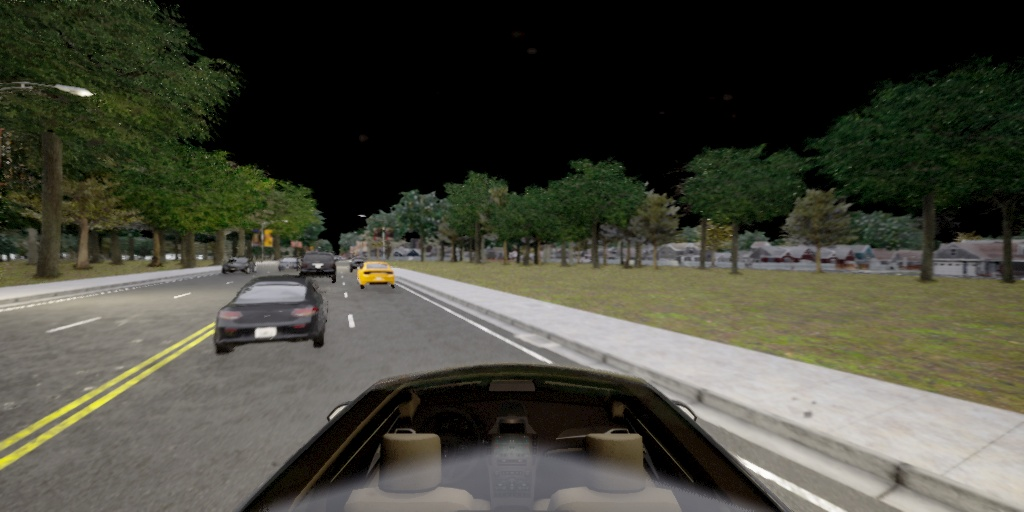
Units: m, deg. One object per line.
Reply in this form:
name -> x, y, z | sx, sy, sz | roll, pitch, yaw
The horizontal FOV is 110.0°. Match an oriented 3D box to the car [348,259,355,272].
car -> -17.338, 1.003, 40.533 | 1.837, 1.490, 4.892 | 1, 0, -26

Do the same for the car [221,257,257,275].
car -> -24.182, 0.847, 31.892 | 1.837, 1.490, 4.892 | 1, -1, -26

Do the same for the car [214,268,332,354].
car -> -5.376, 1.177, 8.448 | 1.812, 1.442, 4.674 | 1, 0, -26

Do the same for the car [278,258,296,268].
car -> -23.692, 0.895, 38.334 | 1.812, 1.442, 4.674 | 1, 0, -26

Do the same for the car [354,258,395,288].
car -> -8.508, 1.098, 22.297 | 1.882, 1.535, 5.008 | 1, 0, -26

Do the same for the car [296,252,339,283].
car -> -13.497, 0.752, 25.204 | 2.150, 2.045, 5.566 | 1, 0, -26
